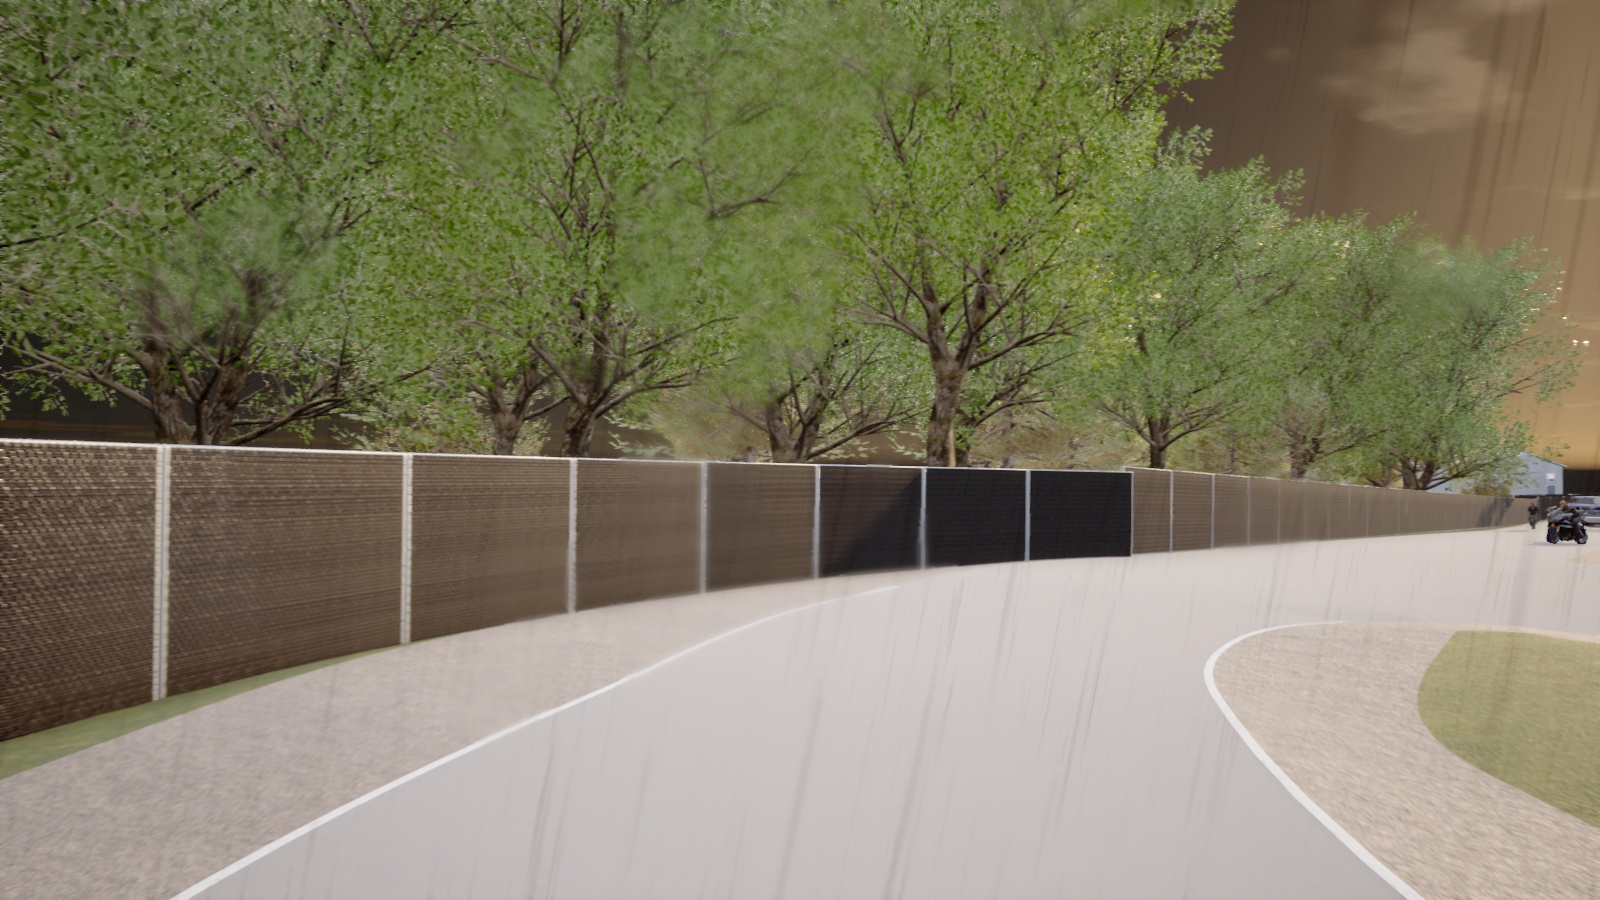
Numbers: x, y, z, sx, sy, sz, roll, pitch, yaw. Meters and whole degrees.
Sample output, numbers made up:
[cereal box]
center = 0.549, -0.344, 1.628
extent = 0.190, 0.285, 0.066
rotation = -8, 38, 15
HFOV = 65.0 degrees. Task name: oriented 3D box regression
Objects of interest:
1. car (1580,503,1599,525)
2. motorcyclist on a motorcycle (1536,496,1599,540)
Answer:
[car]
center = 51.384, 4.117, 80.850
extent = 1.895, 1.301, 4.718
rotation = 0, -2, 31
[motorcyclist on a motorcycle]
center = 27.605, 2.459, 45.190
extent = 2.191, 1.530, 0.866
rotation = 2, -2, -25
